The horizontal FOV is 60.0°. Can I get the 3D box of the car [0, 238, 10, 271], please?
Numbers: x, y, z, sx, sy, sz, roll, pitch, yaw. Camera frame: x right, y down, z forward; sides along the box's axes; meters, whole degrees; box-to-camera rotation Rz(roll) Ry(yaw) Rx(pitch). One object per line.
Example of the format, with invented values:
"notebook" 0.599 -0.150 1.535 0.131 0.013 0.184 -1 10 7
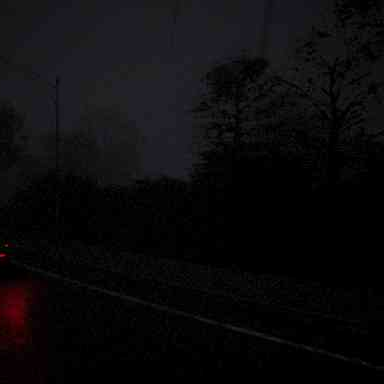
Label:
"car" -7.121 1.626 10.113 4.674 1.442 1.812 0 0 42
